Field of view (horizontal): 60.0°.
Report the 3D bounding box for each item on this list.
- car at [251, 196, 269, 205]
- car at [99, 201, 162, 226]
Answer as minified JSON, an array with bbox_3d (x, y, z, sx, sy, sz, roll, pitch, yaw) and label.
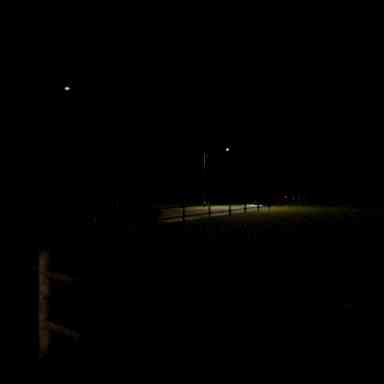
[{"bbox_3d":[10.838,1.310,52.798,1.994,1.385,4.181,0,0,31],"label":"car"},{"bbox_3d":[-3.967,1.372,22.365,1.882,1.535,5.008,0,0,31],"label":"car"}]
